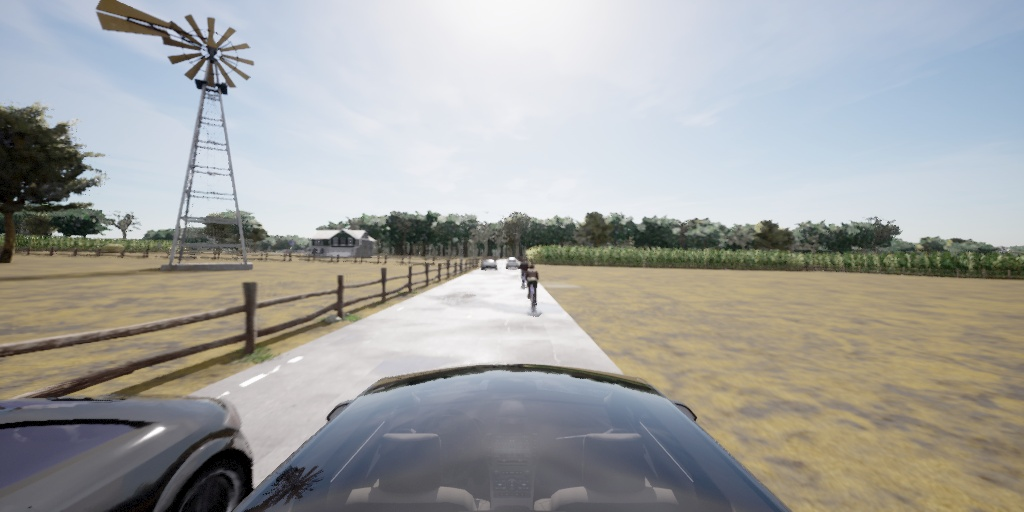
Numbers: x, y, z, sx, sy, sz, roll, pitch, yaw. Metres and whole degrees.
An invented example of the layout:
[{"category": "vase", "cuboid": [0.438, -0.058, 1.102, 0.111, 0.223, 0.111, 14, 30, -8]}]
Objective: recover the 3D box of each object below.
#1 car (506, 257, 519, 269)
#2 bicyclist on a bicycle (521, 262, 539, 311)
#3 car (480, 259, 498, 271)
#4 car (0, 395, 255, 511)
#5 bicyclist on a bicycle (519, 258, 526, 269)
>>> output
[{"category": "car", "cuboid": [0.094, 1.131, 51.485, 1.895, 1.301, 4.718, 0, 0, 0]}, {"category": "bicyclist on a bicycle", "cuboid": [0.757, 1.153, 13.306, 0.582, 1.620, 1.656, 0, 0, 0]}, {"category": "car", "cuboid": [-2.828, 1.126, 45.191, 1.994, 1.385, 4.181, 0, 0, 0]}, {"category": "car", "cuboid": [-2.852, 1.318, 0.855, 1.994, 1.385, 4.181, 0, 0, 0]}, {"category": "bicyclist on a bicycle", "cuboid": [0.756, 1.030, 22.824, 0.659, 1.776, 1.843, 0, 1, 0]}]
